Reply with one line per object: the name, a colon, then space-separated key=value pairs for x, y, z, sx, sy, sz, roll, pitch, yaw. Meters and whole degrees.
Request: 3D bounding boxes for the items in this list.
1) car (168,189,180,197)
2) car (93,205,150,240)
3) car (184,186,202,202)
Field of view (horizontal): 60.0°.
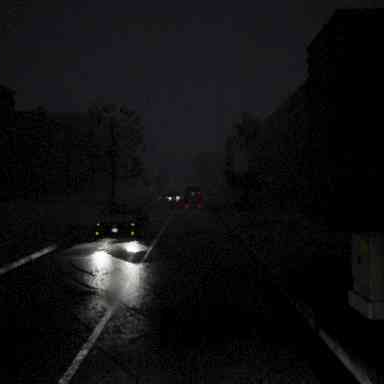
car: x=-3.054 y=0.161 z=56.988 sx=1.994 sy=1.385 sz=4.181 roll=0 pitch=2 yaw=0
car: x=-3.098 y=1.289 z=15.299 sx=1.994 sy=1.385 sz=4.181 roll=0 pitch=2 yaw=0
car: x=0.103 y=0.205 z=42.723 sx=2.150 sy=2.045 sz=5.566 roll=0 pitch=2 yaw=0
